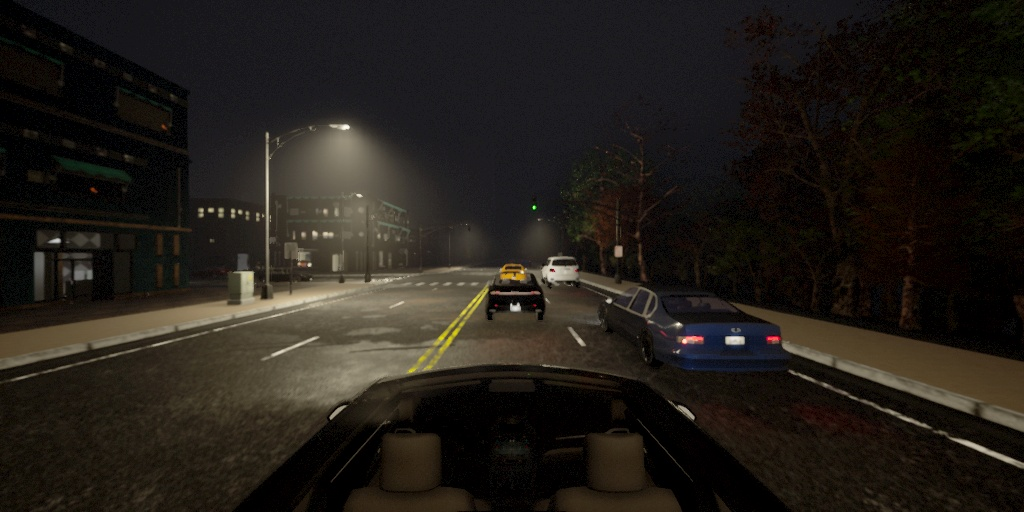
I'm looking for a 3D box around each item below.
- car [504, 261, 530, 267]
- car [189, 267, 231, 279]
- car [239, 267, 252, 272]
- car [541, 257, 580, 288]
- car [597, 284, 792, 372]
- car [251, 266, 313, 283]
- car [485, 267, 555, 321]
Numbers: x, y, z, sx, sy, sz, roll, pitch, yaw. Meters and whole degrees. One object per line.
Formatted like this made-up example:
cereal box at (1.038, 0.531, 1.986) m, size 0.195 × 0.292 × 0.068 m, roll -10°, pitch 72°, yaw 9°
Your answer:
car at (0.100, 1.349, 26.477) m, size 1.882 × 1.535 × 5.008 m, roll 0°, pitch 0°, yaw 0°
car at (-33.814, 1.848, 40.195) m, size 4.207 × 1.307 × 1.802 m, roll 0°, pitch 0°, yaw 0°
car at (-28.278, 1.753, 40.189) m, size 4.403 × 1.370 × 2.007 m, roll 0°, pitch 0°, yaw 0°
car at (3.351, 1.087, 25.261) m, size 2.150 × 2.045 × 5.566 m, roll 0°, pitch 0°, yaw 0°
car at (3.351, 1.328, 7.899) m, size 2.033 × 1.411 × 5.357 m, roll 0°, pitch 0°, yaw 0°
car at (-19.945, 1.714, 31.676) m, size 4.313 × 1.339 × 1.948 m, roll 0°, pitch 0°, yaw 0°
car at (0.101, 1.296, 12.705) m, size 2.128 × 1.511 × 4.902 m, roll 0°, pitch 0°, yaw 0°
